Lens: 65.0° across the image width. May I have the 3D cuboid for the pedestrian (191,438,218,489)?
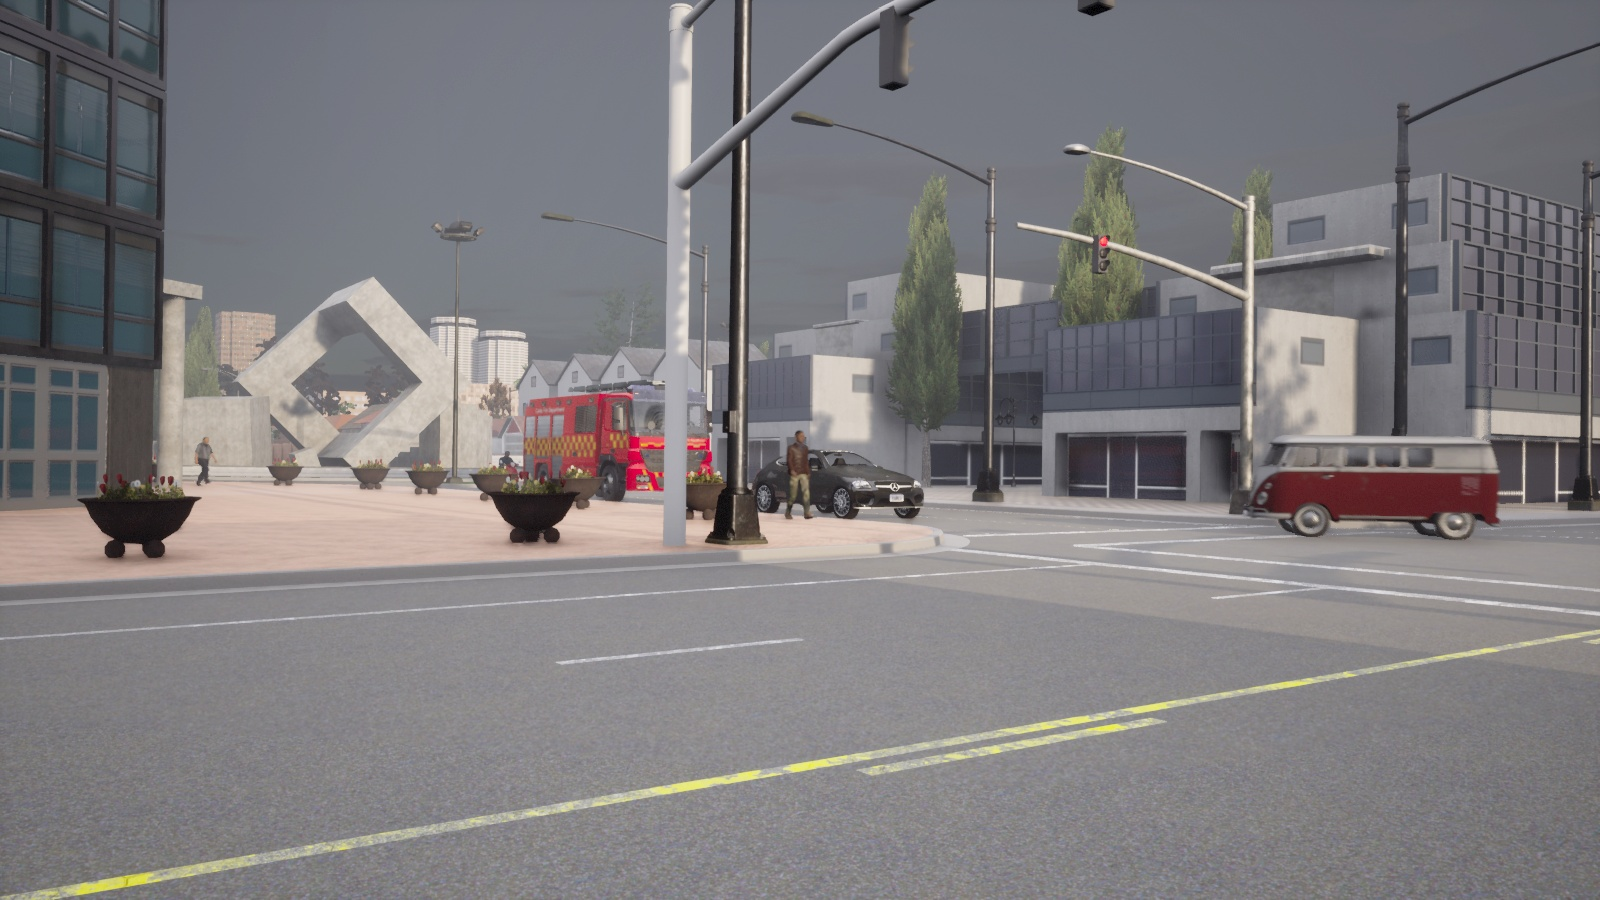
[{"bbox_3d":[-21.663,0.485,45.672,0.694,1.848,0.540,0,-1,27],"label":"pedestrian"}]

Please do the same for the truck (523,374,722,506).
[{"bbox_3d":[-5.982,-0.266,40.798,2.891,3.827,8.468,1,-1,-34],"label":"truck"}]

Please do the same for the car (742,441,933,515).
[{"bbox_3d":[0.809,0.645,30.856,2.152,1.651,5.027,1,-1,-34],"label":"car"}]

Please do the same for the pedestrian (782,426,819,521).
[{"bbox_3d":[0.005,0.461,24.850,0.431,1.840,0.703,1,-1,-28],"label":"pedestrian"}]

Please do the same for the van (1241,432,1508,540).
[{"bbox_3d":[11.073,0.657,24.521,4.442,1.987,1.775,0,0,12],"label":"van"}]
